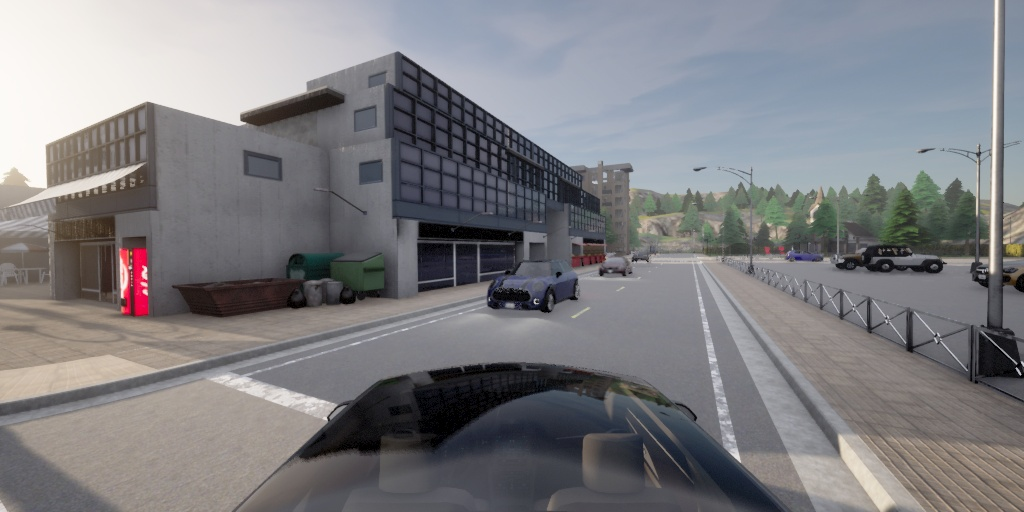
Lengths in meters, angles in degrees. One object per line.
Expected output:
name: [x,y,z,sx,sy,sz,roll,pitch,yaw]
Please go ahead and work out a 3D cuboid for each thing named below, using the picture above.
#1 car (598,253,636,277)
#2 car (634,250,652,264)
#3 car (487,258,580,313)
car: [7.879,0.754,27.067,1.812,1.442,4.674,0,1,27]
car: [14.855,0.057,40.928,1.837,1.490,4.892,0,1,26]
car: [0.928,0.910,13.071,2.097,1.767,4.553,0,1,26]
